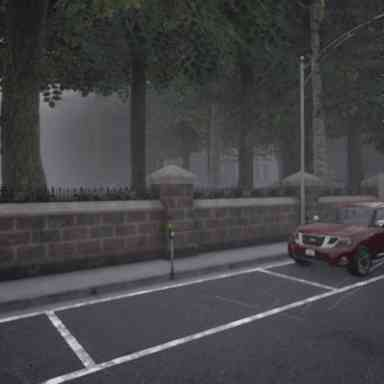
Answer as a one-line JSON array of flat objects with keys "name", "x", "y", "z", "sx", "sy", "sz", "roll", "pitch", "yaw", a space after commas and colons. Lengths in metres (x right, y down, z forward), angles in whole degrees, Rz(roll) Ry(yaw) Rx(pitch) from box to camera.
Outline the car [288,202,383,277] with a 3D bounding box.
[{"name": "car", "x": 5.153, "y": 1.257, "z": 10.207, "sx": 5.009, "sy": 1.841, "sz": 2.192, "roll": 0, "pitch": 0, "yaw": -35}]
